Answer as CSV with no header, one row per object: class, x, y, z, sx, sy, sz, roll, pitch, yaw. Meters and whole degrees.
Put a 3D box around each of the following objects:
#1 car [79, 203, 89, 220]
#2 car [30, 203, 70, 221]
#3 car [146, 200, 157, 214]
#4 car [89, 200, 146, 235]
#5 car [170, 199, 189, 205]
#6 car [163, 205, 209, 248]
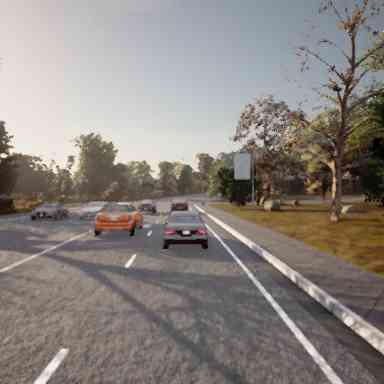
car,-8.156,1.546,28.313,1.812,1.442,4.674,0,0,-3
car,-11.618,1.587,27.444,1.994,1.385,4.181,0,0,-3
car,-4.855,1.568,36.459,1.812,1.442,4.674,0,0,-3
car,-4.016,1.356,18.828,2.097,1.767,4.553,0,0,-3
car,-1.371,1.517,36.898,1.882,1.535,5.008,0,0,-3
car,-0.319,1.547,14.809,2.033,1.411,5.357,0,0,-2
